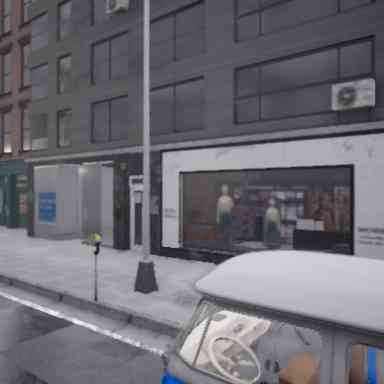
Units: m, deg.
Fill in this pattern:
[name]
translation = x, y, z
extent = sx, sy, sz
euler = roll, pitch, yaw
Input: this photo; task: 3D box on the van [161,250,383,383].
[van]
translation = 1.609, 1.342, 1.662
extent = 3.998, 1.788, 1.690
euler = 0, 0, 35
